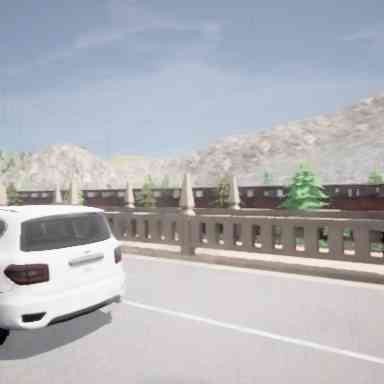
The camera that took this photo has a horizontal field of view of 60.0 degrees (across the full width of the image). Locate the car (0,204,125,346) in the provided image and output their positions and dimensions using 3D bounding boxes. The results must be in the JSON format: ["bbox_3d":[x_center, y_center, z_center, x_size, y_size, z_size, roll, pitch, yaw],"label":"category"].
[{"bbox_3d":[-3.802,1.281,6.460,5.566,2.045,2.150,-1,0,33],"label":"car"}]
